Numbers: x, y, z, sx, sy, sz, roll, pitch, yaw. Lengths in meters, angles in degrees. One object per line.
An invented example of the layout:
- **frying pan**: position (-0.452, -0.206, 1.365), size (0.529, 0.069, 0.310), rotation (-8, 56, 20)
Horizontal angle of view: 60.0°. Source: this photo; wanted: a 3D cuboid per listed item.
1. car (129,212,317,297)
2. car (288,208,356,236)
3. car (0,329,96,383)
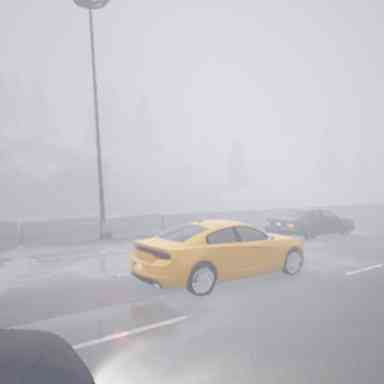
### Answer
- **car**: position (0.867, 1.465, 8.666), size (5.008, 1.535, 1.882), rotation (0, 0, -36)
- **car**: position (5.981, 1.515, 16.615), size (5.357, 1.411, 2.033), rotation (0, 0, -36)
- **car**: position (-2.619, 1.567, 1.878), size (4.181, 1.385, 1.994), rotation (0, 0, -36)
